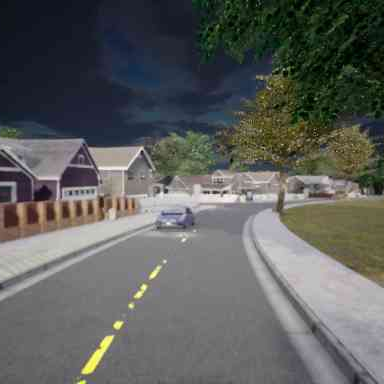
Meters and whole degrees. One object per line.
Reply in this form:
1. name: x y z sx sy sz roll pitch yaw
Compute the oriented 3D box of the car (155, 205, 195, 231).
1. car: -0.936 1.546 21.213 1.812 1.442 4.674 0 0 10
